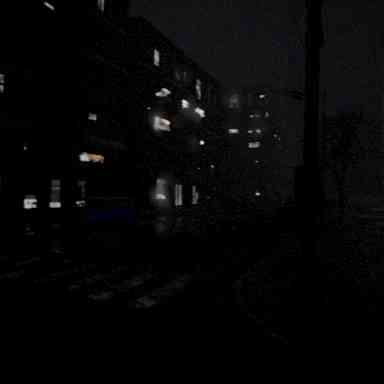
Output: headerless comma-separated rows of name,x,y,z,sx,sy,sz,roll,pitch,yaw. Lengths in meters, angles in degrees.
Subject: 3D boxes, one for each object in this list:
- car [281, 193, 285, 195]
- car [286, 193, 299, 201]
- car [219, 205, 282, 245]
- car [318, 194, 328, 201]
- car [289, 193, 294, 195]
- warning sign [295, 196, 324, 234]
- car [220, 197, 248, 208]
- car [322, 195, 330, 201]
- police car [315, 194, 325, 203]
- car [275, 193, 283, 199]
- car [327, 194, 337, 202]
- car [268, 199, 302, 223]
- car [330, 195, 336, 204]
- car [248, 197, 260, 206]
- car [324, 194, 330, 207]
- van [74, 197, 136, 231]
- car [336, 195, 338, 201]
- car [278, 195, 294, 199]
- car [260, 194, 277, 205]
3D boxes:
car,16.853,1.155,64.320,2.192,1.841,5.009,2,1,26
car,24.099,1.166,79.374,2.192,1.841,5.009,2,1,26
car,2.654,1.537,15.521,1.947,1.339,4.313,2,1,26
car,32.286,1.318,82.089,2.097,1.767,4.553,1,0,19
car,17.001,1.157,51.540,2.150,2.045,5.566,1,0,26
warning sign,6.063,1.129,17.164,1.300,1.860,1.060,0,-1,26
car,4.768,1.392,39.230,1.947,1.339,4.313,2,1,26
car,35.274,1.503,87.442,1.812,1.442,4.674,1,0,26
police car,28.184,1.387,73.204,1.930,1.638,5.238,1,0,23
car,14.357,1.362,59.150,1.752,1.417,4.829,2,1,26
car,34.060,1.445,80.760,1.967,1.590,4.097,2,1,26
car,7.486,1.518,25.557,1.887,1.381,4.507,2,1,26
car,26.811,1.545,65.707,2.008,1.369,4.403,2,1,26
car,7.183,1.380,44.248,2.008,1.369,4.403,2,1,26
car,19.638,1.510,50.804,1.752,1.417,4.829,2,1,26
van,-4.888,1.162,19.153,1.690,1.788,3.998,2,1,26
car,29.226,1.548,70.724,2.008,1.369,4.403,2,1,26
car,12.737,1.458,42.580,1.812,1.442,4.674,1,0,26
car,12.014,1.400,54.286,1.947,1.339,4.313,2,1,26
